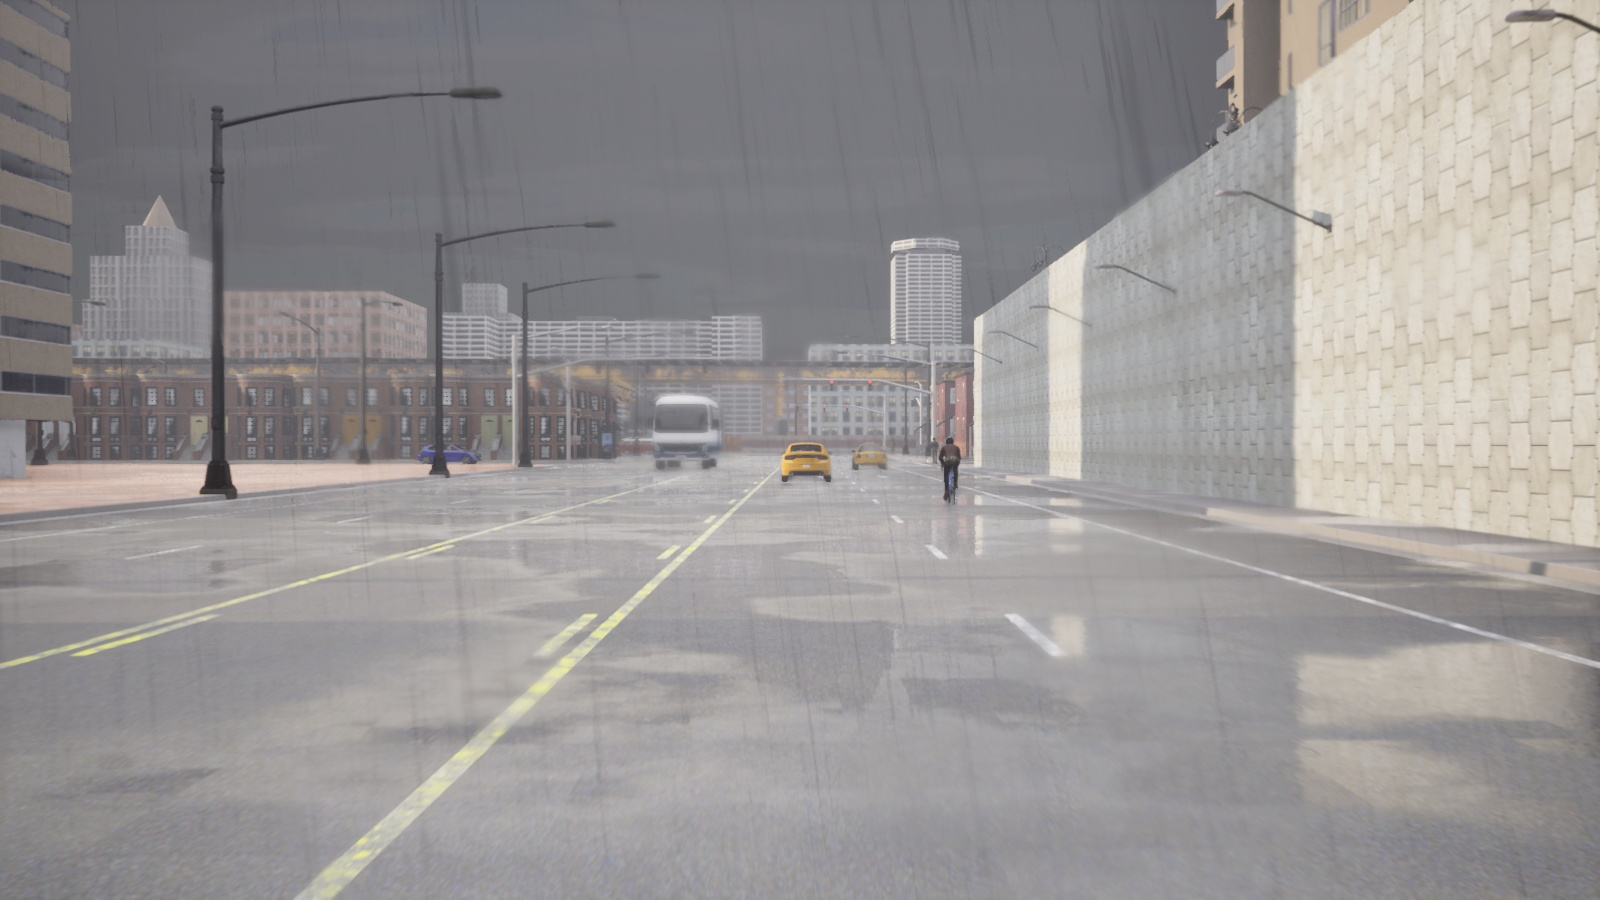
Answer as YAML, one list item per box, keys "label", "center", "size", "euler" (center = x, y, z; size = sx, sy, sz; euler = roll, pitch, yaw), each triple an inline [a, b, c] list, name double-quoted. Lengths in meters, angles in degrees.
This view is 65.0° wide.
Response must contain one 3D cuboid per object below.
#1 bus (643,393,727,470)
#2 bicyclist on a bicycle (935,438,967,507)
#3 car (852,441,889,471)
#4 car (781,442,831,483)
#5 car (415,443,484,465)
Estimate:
- label: "bus"
  center: [-6.639, -1.054, 74.370]
  size: [3.944, 4.253, 10.273]
  euler: [0, 0, 0]
- label: "bicyclist on a bicycle"
  center: [3.655, 0.530, 30.497]
  size: [0.582, 1.620, 1.656]
  euler: [0, 0, 0]
- label: "car"
  center: [3.836, 0.299, 69.138]
  size: [1.801, 1.575, 5.366]
  euler: [0, 0, 0]
- label: "car"
  center: [0.246, 0.445, 49.606]
  size: [1.882, 1.535, 5.008]
  euler: [0, 0, 0]
- label: "car"
  center: [-23.919, 0.257, 85.852]
  size: [4.193, 1.474, 1.816]
  euler: [0, 0, 0]
